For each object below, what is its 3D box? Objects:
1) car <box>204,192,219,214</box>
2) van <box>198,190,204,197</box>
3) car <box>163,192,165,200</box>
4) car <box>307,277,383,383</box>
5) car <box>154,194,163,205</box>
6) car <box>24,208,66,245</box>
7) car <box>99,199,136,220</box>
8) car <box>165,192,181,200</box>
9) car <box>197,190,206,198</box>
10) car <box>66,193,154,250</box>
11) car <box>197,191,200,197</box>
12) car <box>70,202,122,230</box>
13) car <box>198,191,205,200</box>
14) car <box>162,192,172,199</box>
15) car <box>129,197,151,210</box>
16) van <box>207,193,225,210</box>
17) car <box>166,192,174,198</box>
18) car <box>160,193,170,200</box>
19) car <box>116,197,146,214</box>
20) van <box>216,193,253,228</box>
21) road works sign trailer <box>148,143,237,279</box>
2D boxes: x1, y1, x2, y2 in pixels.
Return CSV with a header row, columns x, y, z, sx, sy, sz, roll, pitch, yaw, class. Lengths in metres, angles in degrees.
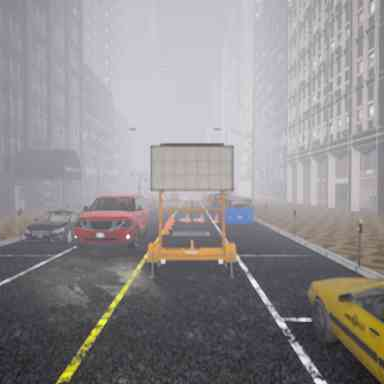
x,y,z,sx,sy,sz,roll,pitch,yaw,class
2.630,1.026,31.749,2.192,1.841,5.009,-1,1,0,car
2.533,0.482,94.266,1.690,1.788,3.998,-1,1,0,van
-5.792,1.004,60.154,2.008,1.369,4.403,-1,1,0,car
2.677,1.492,3.503,1.752,1.417,4.829,-1,1,0,car
-5.775,1.107,48.788,2.008,1.369,4.403,-1,1,0,car
-5.721,1.416,14.687,2.008,1.369,4.403,-1,1,0,car
-5.739,1.307,26.054,1.887,1.381,4.507,-1,1,0,car
-3.091,0.875,58.345,2.097,1.767,4.553,0,1,0,car
2.542,0.509,88.583,2.192,1.841,5.009,-1,1,0,car
-3.123,1.093,14.073,2.150,2.045,5.566,0,0,0,car
2.550,0.561,82.899,2.192,1.841,5.009,-1,1,0,car
-5.730,1.380,20.371,1.947,1.339,4.313,-1,1,0,car
2.589,1.004,60.167,2.008,1.369,4.403,-1,1,0,car
-5.820,0.738,77.204,1.967,1.590,4.097,-1,1,0,car
-5.756,1.242,37.421,1.802,1.307,4.206,-1,1,0,car
2.622,1.001,37.432,1.690,1.788,3.998,-1,1,0,van
-5.836,0.721,88.402,1.752,1.417,4.829,-1,1,0,car
-5.810,0.931,71.521,1.802,1.307,4.206,-1,1,0,car
-5.748,1.262,31.738,2.008,1.369,4.403,-1,1,0,car
2.649,1.155,20.382,1.690,1.788,3.998,-1,1,0,van
0.004,0.375,9.743,2.380,3.560,2.880,0,1,0,road works sign trailer
